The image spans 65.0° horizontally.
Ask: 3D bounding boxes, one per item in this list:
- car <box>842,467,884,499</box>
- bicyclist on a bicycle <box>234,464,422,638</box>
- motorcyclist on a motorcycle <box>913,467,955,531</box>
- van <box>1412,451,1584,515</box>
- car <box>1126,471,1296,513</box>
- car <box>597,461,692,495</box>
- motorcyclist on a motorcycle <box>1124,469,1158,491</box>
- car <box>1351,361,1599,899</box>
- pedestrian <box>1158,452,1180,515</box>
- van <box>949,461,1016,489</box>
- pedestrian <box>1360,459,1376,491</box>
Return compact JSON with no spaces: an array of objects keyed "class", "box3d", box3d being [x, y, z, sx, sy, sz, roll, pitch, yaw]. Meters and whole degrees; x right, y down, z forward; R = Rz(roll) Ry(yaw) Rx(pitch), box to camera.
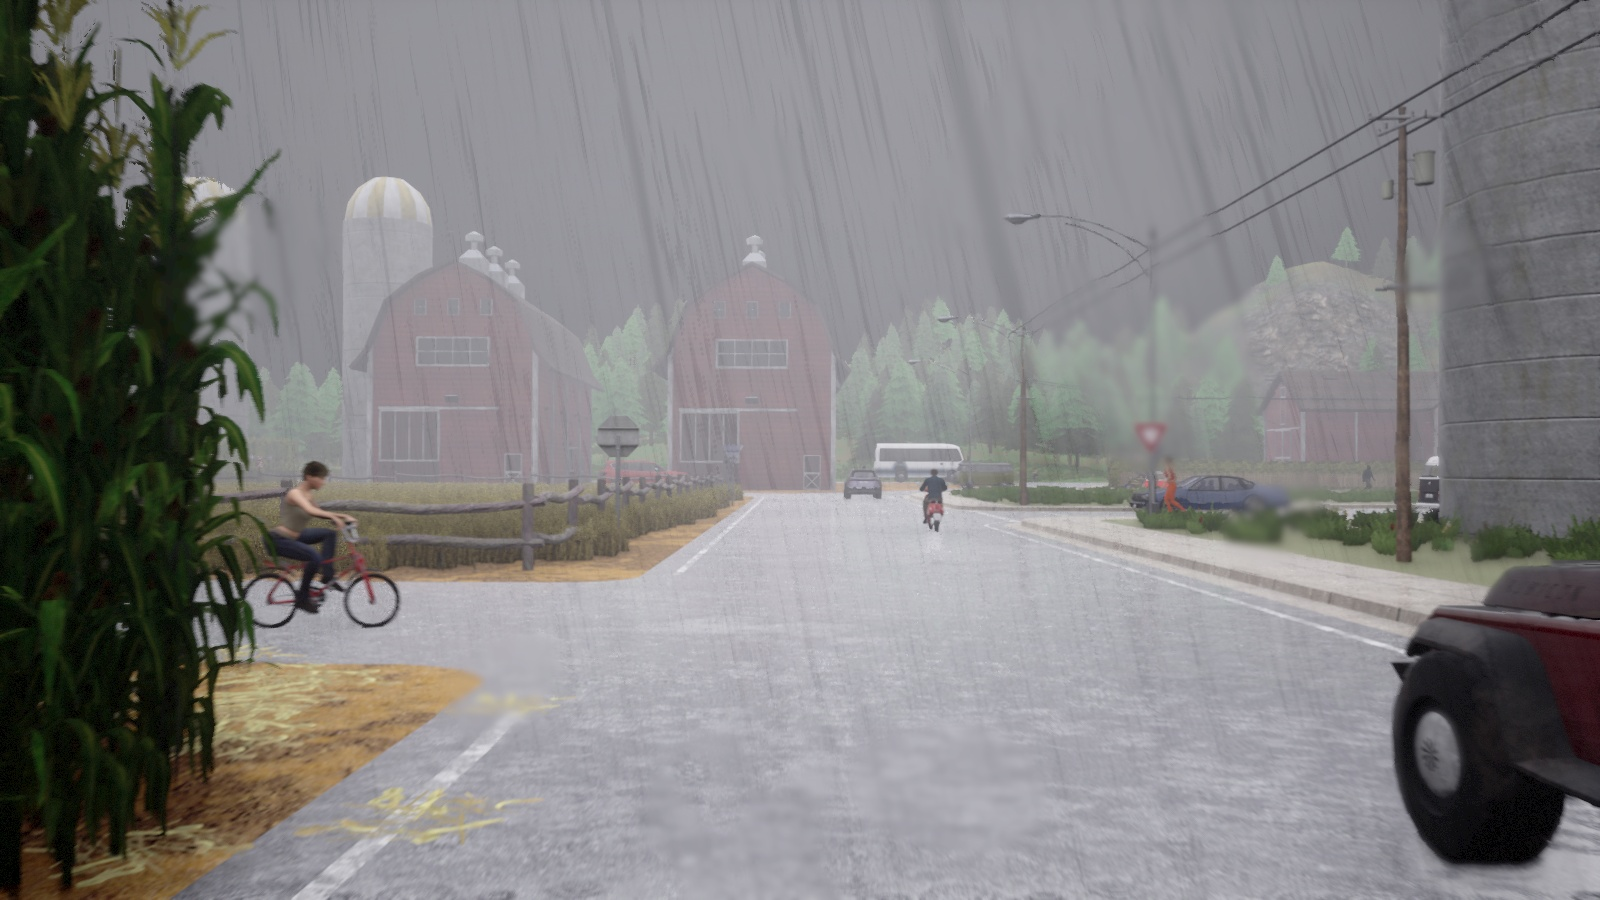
[{"class":"car","box3d":[3.349,1.744,67.393,2.033,1.649,4.856,0,-1,1]},{"class":"bicyclist on a bicycle","box3d":[-4.519,0.949,12.131,1.509,1.612,0.866,0,-2,-4]},{"class":"motorcyclist on a motorcycle","box3d":[3.421,1.236,32.173,0.866,1.590,1.817,0,-1,0]},{"class":"van","box3d":[22.803,1.064,41.134,4.480,2.038,2.069,0,-1,-1]},{"class":"car","box3d":[14.498,1.472,44.488,5.357,1.411,2.033,0,-1,-1]},{"class":"car","box3d":[-9.491,1.729,76.973,5.566,2.045,2.150,0,-1,0]},{"class":"motorcyclist on a motorcycle","box3d":[23.991,2.084,88.481,2.191,1.530,0.866,0,-1,6]},{"class":"car","box3d":[3.489,0.651,3.813,1.905,1.878,3.866,0,-1,0]},{"class":"pedestrian","box3d":[10.934,0.984,37.212,0.594,1.836,0.345,-1,-1,20]},{"class":"van","box3d":[13.318,1.804,91.682,4.442,1.987,1.775,0,-1,-8]},{"class":"pedestrian","box3d":[32.308,1.415,71.484,0.370,1.835,0.726,0,-1,-30]}]
